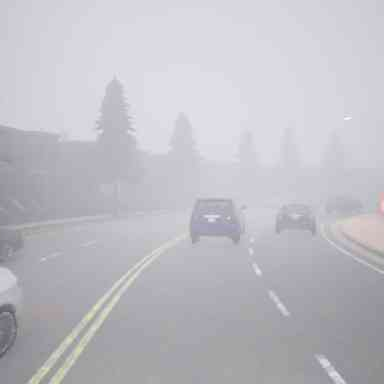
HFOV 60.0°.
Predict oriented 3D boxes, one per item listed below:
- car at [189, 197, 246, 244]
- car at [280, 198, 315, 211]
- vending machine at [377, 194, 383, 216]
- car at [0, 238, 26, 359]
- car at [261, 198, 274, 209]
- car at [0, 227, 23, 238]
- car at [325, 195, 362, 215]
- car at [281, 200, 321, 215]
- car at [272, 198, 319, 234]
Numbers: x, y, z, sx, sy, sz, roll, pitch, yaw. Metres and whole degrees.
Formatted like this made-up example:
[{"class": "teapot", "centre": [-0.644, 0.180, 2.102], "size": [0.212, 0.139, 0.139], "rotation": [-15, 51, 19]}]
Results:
[{"class": "car", "centre": [1.380, 1.249, 16.217], "size": [2.150, 2.045, 5.566], "rotation": [0, 0, 12]}, {"class": "car", "centre": [13.485, 1.575, 42.394], "size": [4.892, 1.490, 1.837], "rotation": [0, -1, -39]}, {"class": "vending machine", "centre": [18.325, 1.248, 31.578], "size": [1.100, 2.100, 0.880], "rotation": [0, 0, 45]}, {"class": "car", "centre": [-3.477, 1.531, 3.248], "size": [1.812, 1.442, 4.674], "rotation": [0, 0, 1]}, {"class": "car", "centre": [11.401, 1.552, 45.176], "size": [5.008, 1.535, 1.882], "rotation": [0, 0, -39]}, {"class": "car", "centre": [-6.851, 1.563, 9.327], "size": [2.033, 1.411, 5.357], "rotation": [0, 0, 3]}, {"class": "car", "centre": [16.063, 1.282, 35.149], "size": [2.150, 2.045, 5.566], "rotation": [0, 0, 44]}, {"class": "car", "centre": [11.825, 1.607, 35.850], "size": [2.033, 1.411, 5.357], "rotation": [0, 0, 42]}, {"class": "car", "centre": [6.137, 1.385, 19.646], "size": [2.097, 1.767, 4.553], "rotation": [0, 0, 18]}]
